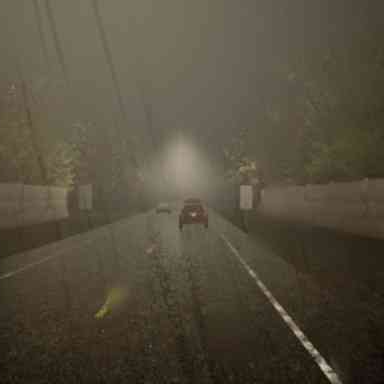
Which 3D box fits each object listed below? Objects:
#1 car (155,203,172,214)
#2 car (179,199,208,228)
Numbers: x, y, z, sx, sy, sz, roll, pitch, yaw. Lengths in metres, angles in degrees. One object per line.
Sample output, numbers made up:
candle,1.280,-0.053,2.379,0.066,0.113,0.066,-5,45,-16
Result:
car,-3.579,2.067,42.725,2.033,1.411,5.357,0,-1,0
car,0.104,1.658,25.209,2.097,1.767,4.553,0,-1,0
